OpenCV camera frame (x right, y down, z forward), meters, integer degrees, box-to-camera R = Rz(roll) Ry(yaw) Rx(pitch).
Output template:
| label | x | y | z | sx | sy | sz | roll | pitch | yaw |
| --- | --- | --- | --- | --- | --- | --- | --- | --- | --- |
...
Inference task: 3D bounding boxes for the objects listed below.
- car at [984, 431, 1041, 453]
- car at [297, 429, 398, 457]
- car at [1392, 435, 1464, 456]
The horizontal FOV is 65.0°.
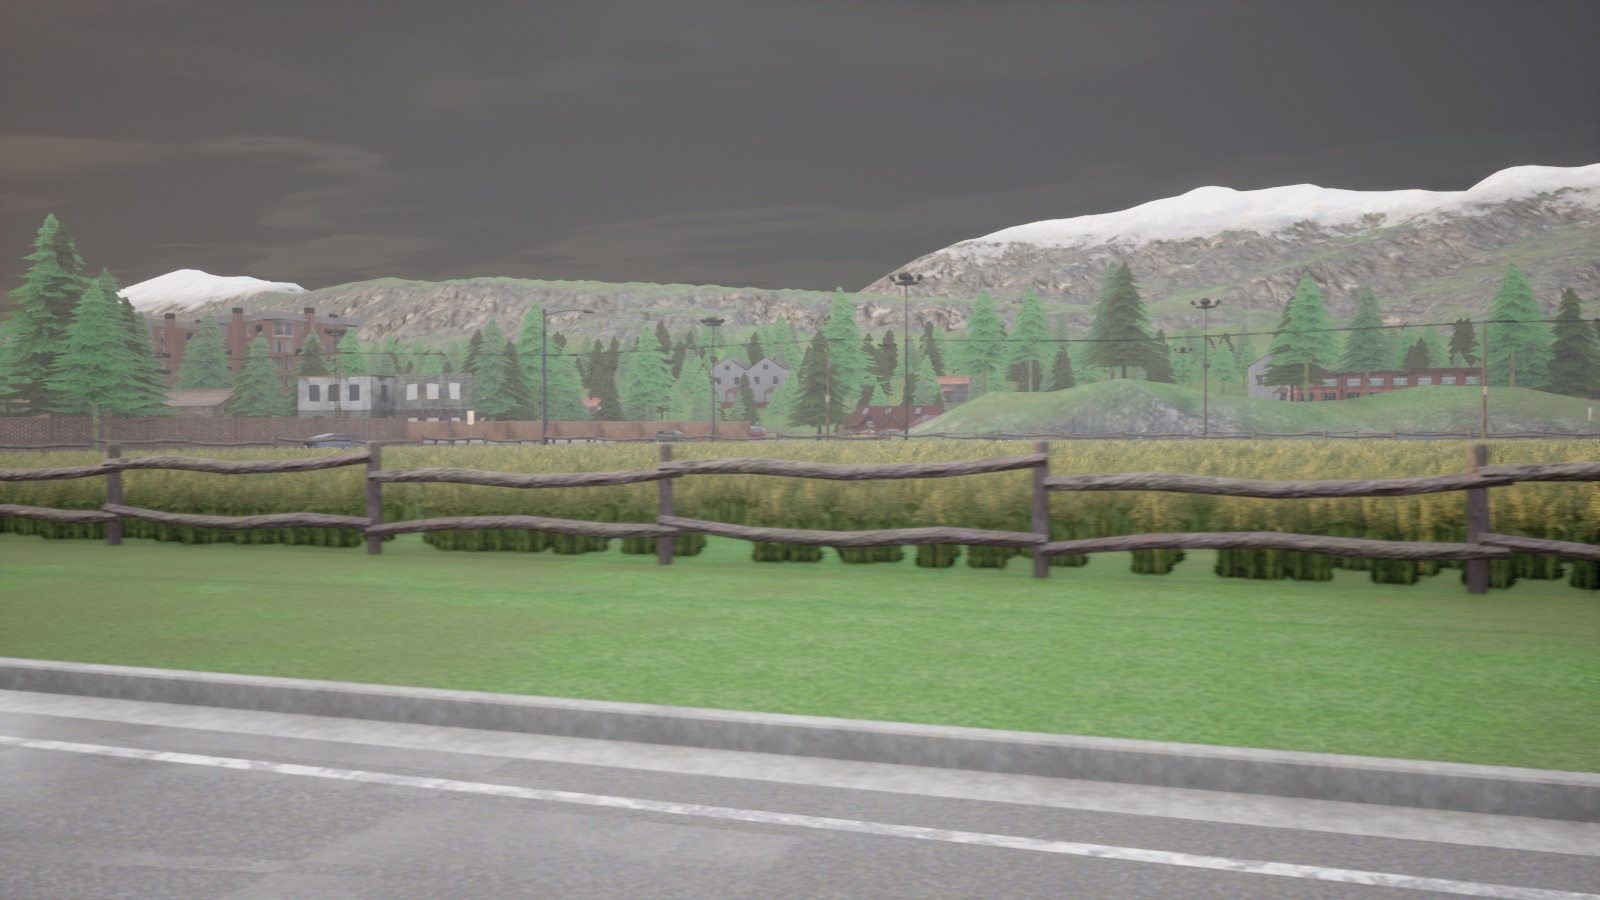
| label | x | y | z | sx | sy | sz | roll | pitch | yaw |
| --- | --- | --- | --- | --- | --- | --- | --- | --- | --- |
| car | 15.048 | -0.561 | 88.812 | 3.705 | 1.549 | 1.789 | 0 | 1 | 18 |
| car | -25.159 | -0.388 | 69.904 | 2.163 | 1.488 | 4.792 | 1 | 1 | 44 |
| car | 43.378 | -0.336 | 86.799 | 4.181 | 1.385 | 1.994 | 1 | 1 | 18 |
